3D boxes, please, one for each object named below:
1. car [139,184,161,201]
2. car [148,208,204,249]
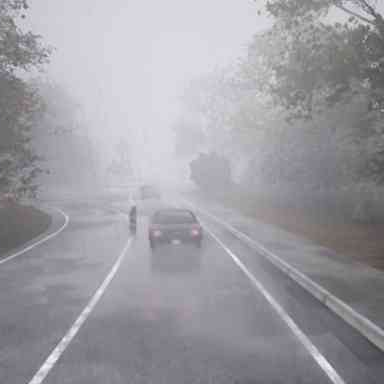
[{"bbox_3d":[-4.116,-0.039,32.482,2.033,1.411,5.357,-1,5,-11],"label":"car"},{"bbox_3d":[-0.723,1.289,13.205,1.895,1.301,4.718,-1,2,-5],"label":"car"}]
